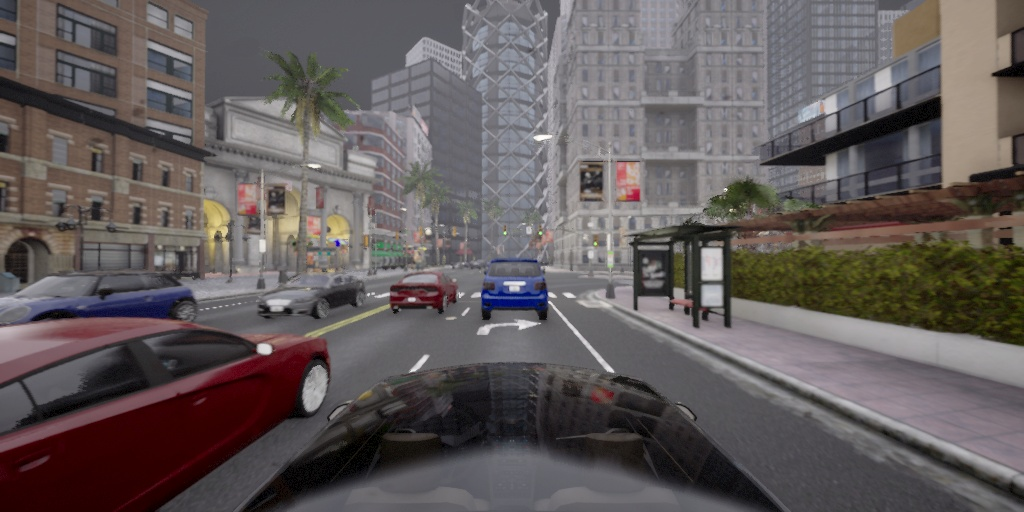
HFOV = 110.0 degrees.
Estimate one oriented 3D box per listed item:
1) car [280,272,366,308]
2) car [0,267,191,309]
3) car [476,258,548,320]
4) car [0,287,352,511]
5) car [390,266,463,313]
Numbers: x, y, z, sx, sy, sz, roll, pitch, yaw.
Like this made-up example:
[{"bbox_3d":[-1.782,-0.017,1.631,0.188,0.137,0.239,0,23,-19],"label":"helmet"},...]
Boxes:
[{"bbox_3d":[-7.100,1.359,13.286,2.128,1.511,4.902,0,-1,0],"label":"car"},{"bbox_3d":[-10.600,1.176,8.930,2.097,1.767,4.553,0,-1,0],"label":"car"},{"bbox_3d":[0.092,1.089,13.321,2.150,2.045,5.566,0,-1,0],"label":"car"},{"bbox_3d":[-3.395,1.240,2.911,1.882,1.535,5.008,0,-1,0],"label":"car"},{"bbox_3d":[-3.410,1.360,14.716,1.882,1.535,5.008,0,-1,0],"label":"car"}]
